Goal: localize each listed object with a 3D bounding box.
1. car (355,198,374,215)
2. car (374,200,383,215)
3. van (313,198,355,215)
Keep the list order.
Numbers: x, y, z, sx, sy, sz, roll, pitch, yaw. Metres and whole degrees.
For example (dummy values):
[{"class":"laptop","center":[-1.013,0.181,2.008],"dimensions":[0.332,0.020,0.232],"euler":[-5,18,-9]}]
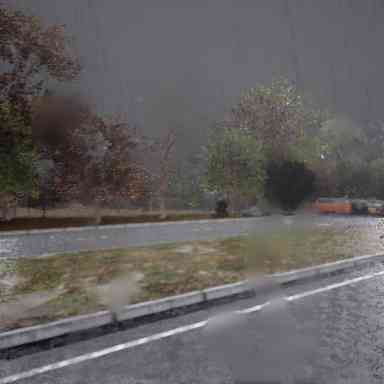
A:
[{"class":"car","center":[19.264,1.810,42.080],"dimensions":[2.435,2.045,5.566],"euler":[2,-1,-35]},{"class":"car","center":[21.635,2.155,43.507],"dimensions":[1.946,1.575,5.366],"euler":[2,-1,-35]},{"class":"van","center":[16.856,1.745,40.477],"dimensions":[1.878,1.987,4.442],"euler":[2,-1,-35]}]
